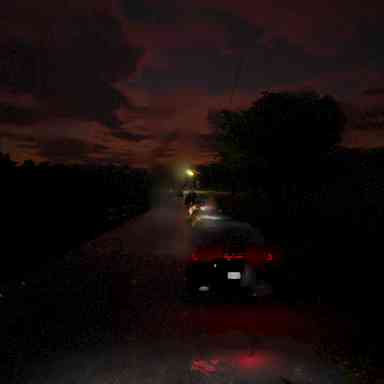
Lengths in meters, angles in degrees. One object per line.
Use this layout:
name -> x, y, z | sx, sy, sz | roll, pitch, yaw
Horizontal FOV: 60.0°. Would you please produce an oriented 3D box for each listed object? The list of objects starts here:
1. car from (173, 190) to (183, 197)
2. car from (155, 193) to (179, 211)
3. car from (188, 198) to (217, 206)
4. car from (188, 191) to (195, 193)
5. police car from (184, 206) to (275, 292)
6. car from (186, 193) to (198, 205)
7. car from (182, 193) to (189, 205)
car -> -2.815, 0.369, 69.589 | 1.882, 1.535, 5.008 | 0, 2, 0
car -> -2.883, 1.227, 35.828 | 2.128, 1.511, 4.902 | 0, 1, 0
car -> 0.807, 1.368, 19.120 | 1.801, 1.575, 5.366 | 0, 1, 0
car -> -0.061, 0.574, 65.745 | 2.033, 1.411, 5.357 | 0, 2, 0
police car -> 0.816, 1.402, 9.040 | 1.930, 1.638, 5.238 | 0, 0, 0
car -> 0.801, 1.211, 24.901 | 2.097, 1.767, 4.553 | 0, 1, 0
car -> -0.003, 1.150, 46.640 | 1.895, 1.301, 4.718 | 0, 1, 1
